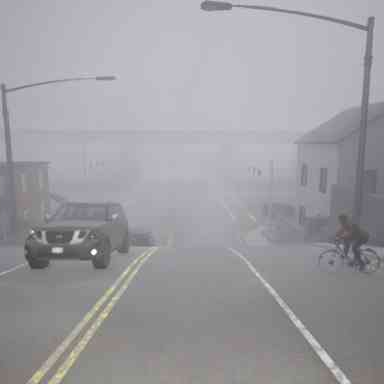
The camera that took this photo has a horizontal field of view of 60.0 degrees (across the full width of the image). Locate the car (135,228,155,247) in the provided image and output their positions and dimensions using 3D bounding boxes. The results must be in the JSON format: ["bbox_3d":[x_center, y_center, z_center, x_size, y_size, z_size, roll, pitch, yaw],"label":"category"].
[{"bbox_3d":[-3.764,3.255,23.597,1.882,1.535,5.008,0,-13,-1],"label":"car"}]

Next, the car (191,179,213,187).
[{"bbox_3d":[2.138,-1.994,73.200,4.536,1.218,1.853,4,9,28],"label":"car"}]

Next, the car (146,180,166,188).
[{"bbox_3d":[-7.828,-1.872,72.411,4.536,1.218,1.853,8,11,43],"label":"car"}]

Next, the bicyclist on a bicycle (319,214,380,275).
[{"bbox_3d":[4.225,1.427,8.954,1.656,1.620,0.582,-1,0,1],"label":"bicyclist on a bicycle"}]

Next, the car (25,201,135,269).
[{"bbox_3d":[-3.626,1.331,11.670,2.150,2.045,5.566,0,-3,-1],"label":"car"}]

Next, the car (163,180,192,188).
[{"bbox_3d":[-3.182,-1.717,72.413,4.974,1.542,2.038,-6,10,-36],"label":"car"}]

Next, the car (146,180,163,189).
[{"bbox_3d":[-7.790,-1.712,72.398,4.974,1.542,2.038,8,11,43],"label":"car"}]

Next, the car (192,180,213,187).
[{"bbox_3d":[2.184,-1.835,73.198,4.974,1.542,2.038,4,9,28],"label":"car"}]

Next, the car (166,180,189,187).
[{"bbox_3d":[-3.141,-1.877,72.421,4.536,1.218,1.853,-6,10,-36],"label":"car"}]

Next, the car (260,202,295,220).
[{"bbox_3d":[11.655,2.365,42.814,5.566,2.045,2.150,0,8,1],"label":"car"}]
